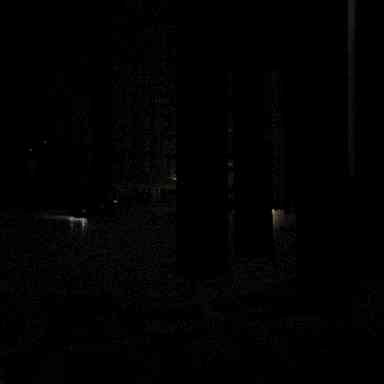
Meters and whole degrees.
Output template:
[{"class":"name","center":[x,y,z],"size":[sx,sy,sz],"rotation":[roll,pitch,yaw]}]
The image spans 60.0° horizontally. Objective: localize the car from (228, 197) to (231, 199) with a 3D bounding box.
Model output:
[{"class":"car","center":[4.718,1.882,54.614],"size":[2.150,2.045,5.566],"rotation":[0,-1,36]}]

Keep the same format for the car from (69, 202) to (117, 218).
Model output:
[{"class":"car","center":[-9.911,1.845,34.480],"size":[1.812,1.442,4.674],"rotation":[0,-1,36]}]

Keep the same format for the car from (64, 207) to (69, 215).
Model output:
[{"class":"car","center":[-11.890,1.850,37.289],"size":[1.837,1.490,4.892],"rotation":[0,-1,36]}]

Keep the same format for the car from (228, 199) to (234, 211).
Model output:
[{"class":"car","center":[5.501,2.148,50.034],"size":[2.033,1.411,5.357],"rotation":[0,-1,36]}]

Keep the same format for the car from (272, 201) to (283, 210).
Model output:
[{"class":"car","center":[13.937,2.273,56.248],"size":[2.033,1.411,5.357],"rotation":[0,-1,36]}]
